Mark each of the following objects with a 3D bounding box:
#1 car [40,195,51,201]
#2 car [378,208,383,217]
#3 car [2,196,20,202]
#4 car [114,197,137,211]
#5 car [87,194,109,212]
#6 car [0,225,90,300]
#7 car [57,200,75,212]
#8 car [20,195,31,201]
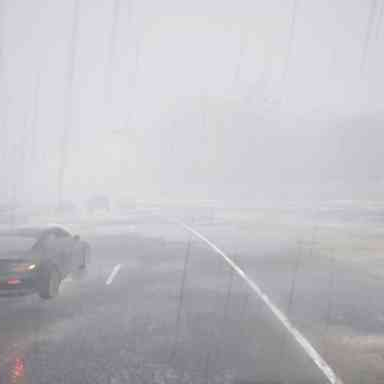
[{"bbox_3d":[-37.707,1.528,85.665,1.812,1.442,4.674,0,0,-36],"label":"car"},{"bbox_3d":[16.657,1.390,24.986,4.674,1.442,1.812,0,0,18],"label":"car"},{"bbox_3d":[-44.231,1.648,80.438,4.718,1.301,1.895,0,0,38],"label":"car"},{"bbox_3d":[-8.523,1.375,42.388,2.097,1.767,4.553,0,0,-23],"label":"car"},{"bbox_3d":[-11.413,1.270,40.233,2.150,2.045,5.566,0,1,-23],"label":"car"},{"bbox_3d":[-3.912,1.546,8.277,1.812,1.442,4.674,0,0,-4],"label":"car"},{"bbox_3d":[-15.443,1.637,40.803,1.994,1.385,4.181,0,0,-23],"label":"car"},{"bbox_3d":[-41.914,1.559,83.063,4.674,1.442,1.812,0,0,38],"label":"car"}]
